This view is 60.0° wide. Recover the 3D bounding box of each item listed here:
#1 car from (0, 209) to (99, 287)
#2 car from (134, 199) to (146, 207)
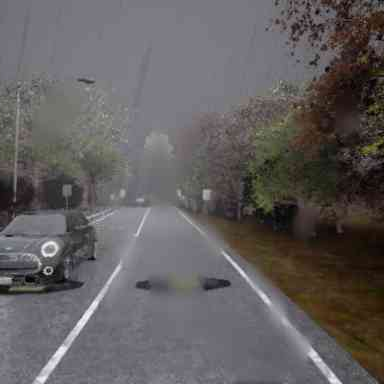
[{"bbox_3d":[-4.033,1.304,9.140,2.097,1.767,4.553,0,-2,-4],"label":"car"},{"bbox_3d":[-8.819,1.864,57.109,1.812,1.442,4.674,0,-3,-6],"label":"car"}]
